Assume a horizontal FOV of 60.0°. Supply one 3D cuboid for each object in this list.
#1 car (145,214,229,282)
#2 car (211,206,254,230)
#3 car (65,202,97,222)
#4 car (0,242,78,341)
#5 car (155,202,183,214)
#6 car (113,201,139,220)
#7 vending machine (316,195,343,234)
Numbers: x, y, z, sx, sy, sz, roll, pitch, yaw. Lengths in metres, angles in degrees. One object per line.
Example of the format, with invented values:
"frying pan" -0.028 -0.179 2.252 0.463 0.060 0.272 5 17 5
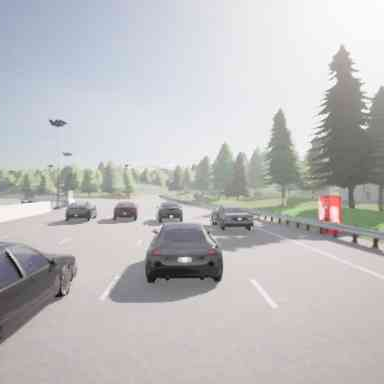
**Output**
"car" -0.267 1.577 9.876 1.994 1.385 4.181 0 0 -3
"car" 2.410 1.570 21.076 2.033 1.411 5.357 0 0 -6
"car" -8.929 1.543 27.095 2.128 1.511 4.902 0 0 -8
"car" -3.552 1.562 5.494 2.033 1.411 5.357 0 0 -2
"car" -1.825 1.543 26.782 1.837 1.490 4.892 0 0 -7
"car" -5.592 1.525 28.459 1.882 1.535 5.008 0 0 -8
"vending machine" 7.642 1.205 18.469 1.100 2.100 0.880 0 0 -5
